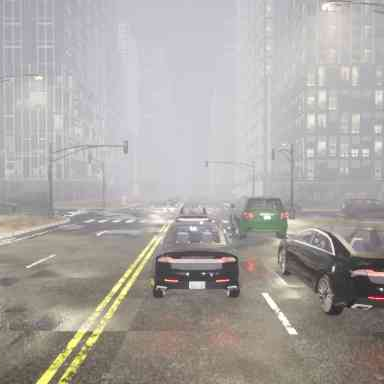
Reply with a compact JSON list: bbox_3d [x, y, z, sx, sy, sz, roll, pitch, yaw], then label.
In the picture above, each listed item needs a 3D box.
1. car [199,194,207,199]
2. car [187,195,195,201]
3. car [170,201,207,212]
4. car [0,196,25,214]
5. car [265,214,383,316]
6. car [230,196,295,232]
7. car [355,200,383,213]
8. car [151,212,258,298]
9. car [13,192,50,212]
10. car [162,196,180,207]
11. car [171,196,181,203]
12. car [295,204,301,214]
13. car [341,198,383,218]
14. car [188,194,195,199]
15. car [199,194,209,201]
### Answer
[{"bbox_3d":[3.010,1.294,91.278,1.994,1.385,4.181,0,0,0],"label":"car"},{"bbox_3d":[-0.212,1.457,80.853,2.033,1.411,5.357,0,0,0],"label":"car"},{"bbox_3d":[0.053,1.482,17.687,2.128,1.511,4.902,0,0,0],"label":"car"},{"bbox_3d":[-19.481,1.408,33.186,4.181,1.385,1.994,1,1,1],"label":"car"},{"bbox_3d":[3.328,1.488,7.493,2.128,1.511,4.902,0,0,0],"label":"car"},{"bbox_3d":[3.304,1.213,17.335,2.150,2.045,5.566,0,0,0],"label":"car"},{"bbox_3d":[21.708,1.642,38.407,4.829,1.417,1.752,1,0,1],"label":"car"},{"bbox_3d":[0.078,1.488,8.502,2.128,1.511,4.902,0,0,0],"label":"car"},{"bbox_3d":[-18.268,1.024,36.361,5.566,2.045,2.150,1,1,1],"label":"car"},{"bbox_3d":[-3.478,1.455,51.380,2.128,1.511,4.902,0,0,0],"label":"car"},{"bbox_3d":[-3.437,1.493,70.617,1.994,1.385,4.181,0,0,0],"label":"car"},{"bbox_3d":[9.757,1.612,36.345,4.181,1.385,1.994,1,1,7],"label":"car"},{"bbox_3d":[16.121,1.519,30.106,5.009,1.841,2.192,1,0,1],"label":"car"},{"bbox_3d":[-0.241,1.337,91.300,1.895,1.301,4.718,0,0,0],"label":"car"},{"bbox_3d":[3.036,1.513,81.306,1.895,1.301,4.718,0,0,0],"label":"car"}]
